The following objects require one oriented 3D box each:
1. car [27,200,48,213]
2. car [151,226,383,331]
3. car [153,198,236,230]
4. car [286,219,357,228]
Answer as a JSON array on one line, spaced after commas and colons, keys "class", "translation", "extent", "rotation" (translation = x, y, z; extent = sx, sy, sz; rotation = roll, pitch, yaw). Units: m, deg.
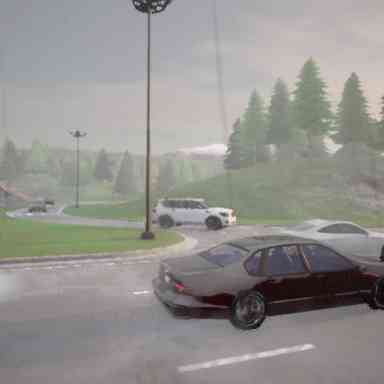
[{"class": "car", "translation": [-18.864, 1.800, 40.726], "extent": [1.837, 1.490, 4.892], "rotation": [0, -1, -22]}, {"class": "car", "translation": [1.915, 1.620, 6.775], "extent": [5.357, 1.411, 2.033], "rotation": [0, -1, -19]}, {"class": "car", "translation": [0.083, 1.431, 22.213], "extent": [5.566, 2.045, 2.150], "rotation": [0, 0, 21]}, {"class": "car", "translation": [4.899, 1.657, 11.541], "extent": [4.674, 1.442, 1.812], "rotation": [0, -1, -19]}]
